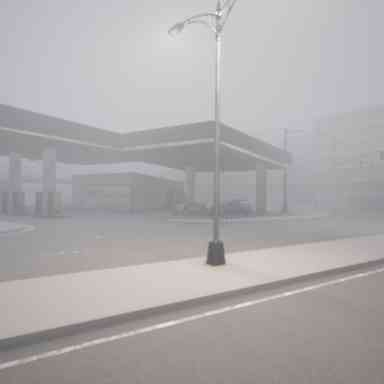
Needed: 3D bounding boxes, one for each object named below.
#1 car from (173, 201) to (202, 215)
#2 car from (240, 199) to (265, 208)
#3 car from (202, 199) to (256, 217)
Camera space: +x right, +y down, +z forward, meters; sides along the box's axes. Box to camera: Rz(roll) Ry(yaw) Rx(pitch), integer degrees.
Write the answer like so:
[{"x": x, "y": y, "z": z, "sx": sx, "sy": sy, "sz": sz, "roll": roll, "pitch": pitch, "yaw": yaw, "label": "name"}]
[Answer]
[{"x": -0.197, "y": 1.720, "z": 36.784, "sx": 3.806, "sy": 1.475, "sz": 1.970, "roll": 1, "pitch": -1, "yaw": -35, "label": "car"}, {"x": 11.287, "y": 2.097, "z": 62.567, "sx": 1.812, "sy": 1.442, "sz": 4.674, "roll": 1, "pitch": -1, "yaw": -36, "label": "car"}, {"x": 3.752, "y": 1.569, "z": 32.542, "sx": 4.611, "sy": 1.667, "sz": 2.242, "roll": 1, "pitch": -1, "yaw": -35, "label": "car"}]
